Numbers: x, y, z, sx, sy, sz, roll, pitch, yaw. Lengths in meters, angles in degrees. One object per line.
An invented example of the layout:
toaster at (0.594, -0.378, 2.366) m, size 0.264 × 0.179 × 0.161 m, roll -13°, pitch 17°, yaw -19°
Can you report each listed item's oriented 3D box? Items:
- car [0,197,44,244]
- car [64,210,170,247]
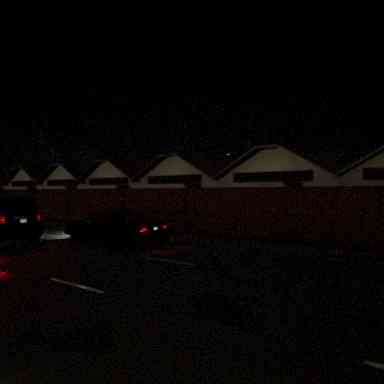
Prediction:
car at (-8.763, 1.222, 14.542) m, size 5.566 × 2.045 × 2.150 m, roll 0°, pitch 0°, yaw 36°
car at (-3.533, 1.547, 15.104) m, size 5.357 × 1.411 × 2.033 m, roll 0°, pitch 0°, yaw 36°
